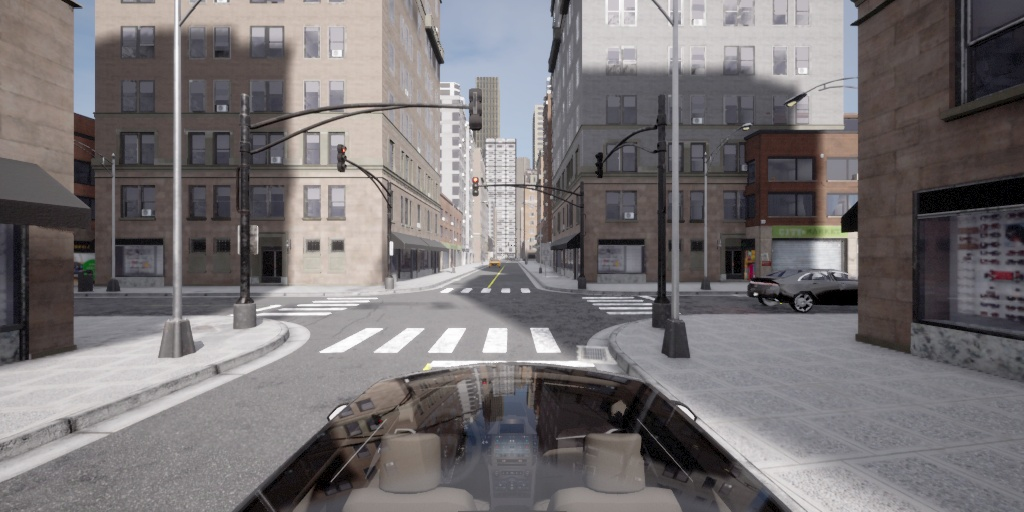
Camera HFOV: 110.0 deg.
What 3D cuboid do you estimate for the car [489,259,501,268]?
[{"bbox_3d":[-2.978,1.207,62.939,1.882,1.535,5.008,0,0,0],"label":"car"}]

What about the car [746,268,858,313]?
[{"bbox_3d":[11.431,1.209,13.251,4.902,1.511,2.128,0,0,0],"label":"car"}]
